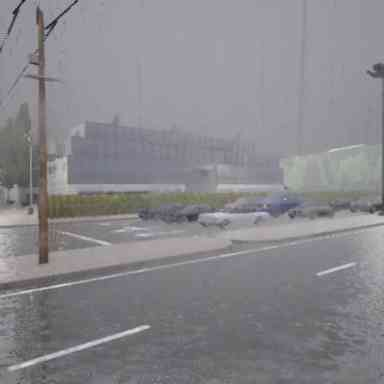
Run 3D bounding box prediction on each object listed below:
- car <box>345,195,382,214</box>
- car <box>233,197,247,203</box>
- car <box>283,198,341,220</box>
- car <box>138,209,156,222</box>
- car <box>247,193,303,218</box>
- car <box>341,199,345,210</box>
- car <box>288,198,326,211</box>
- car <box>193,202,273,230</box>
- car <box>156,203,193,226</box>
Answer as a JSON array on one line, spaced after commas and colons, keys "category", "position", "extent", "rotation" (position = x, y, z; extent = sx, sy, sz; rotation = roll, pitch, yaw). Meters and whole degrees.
[{"category": "car", "position": [17.288, 1.114, 32.373], "extent": [4.553, 1.767, 2.097], "rotation": [-1, 0, -38]}, {"category": "car", "position": [5.140, 1.248, 31.669], "extent": [4.553, 1.767, 2.097], "rotation": [-1, 0, -38]}, {"category": "car", "position": [9.442, 1.422, 26.146], "extent": [4.181, 1.385, 1.994], "rotation": [-1, 0, -38]}, {"category": "car", "position": [-1.840, 1.582, 26.198], "extent": [4.718, 1.301, 1.895], "rotation": [-1, 0, -38]}, {"category": "car", "position": [7.767, 1.092, 29.287], "extent": [5.566, 2.045, 2.150], "rotation": [-1, 0, -38]}, {"category": "car", "position": [15.680, 1.375, 35.563], "extent": [4.718, 1.301, 1.895], "rotation": [-1, 0, -38]}, {"category": "car", "position": [13.202, 1.398, 38.065], "extent": [4.718, 1.301, 1.895], "rotation": [-1, 0, -38]}, {"category": "car", "position": [2.633, 1.542, 20.822], "extent": [4.718, 1.301, 1.895], "rotation": [-1, 0, -38]}, {"category": "car", "position": [0.163, 1.564, 23.331], "extent": [4.718, 1.301, 1.895], "rotation": [-1, 0, -38]}]
